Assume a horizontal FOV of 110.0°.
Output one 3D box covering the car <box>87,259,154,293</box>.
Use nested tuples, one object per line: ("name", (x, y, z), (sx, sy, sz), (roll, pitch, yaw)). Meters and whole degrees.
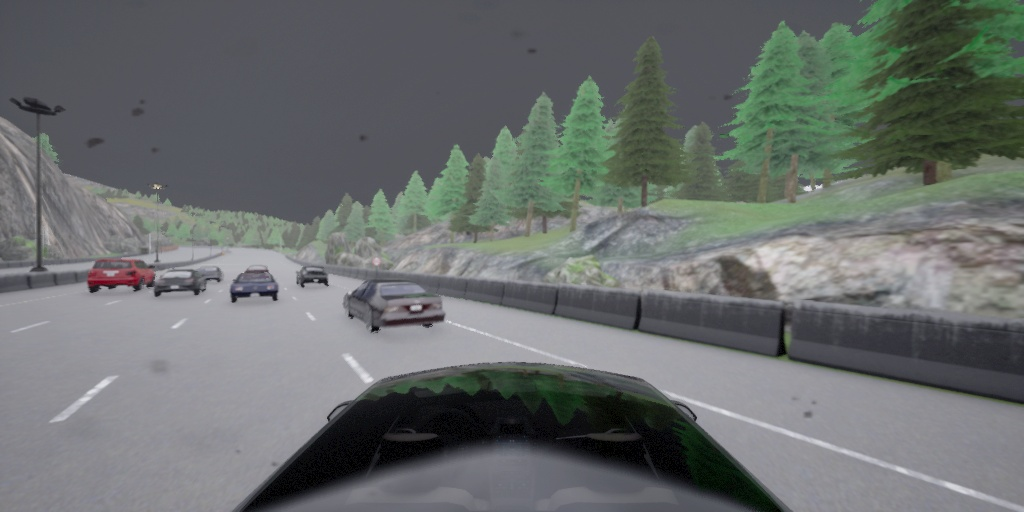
("car", (-25.054, 1.207, 23.196), (2.150, 2.045, 5.566), (1, -1, -35))

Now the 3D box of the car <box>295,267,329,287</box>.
("car", (-15.620, 1.567, 28.020), (1.837, 1.490, 4.892), (1, -1, -35))

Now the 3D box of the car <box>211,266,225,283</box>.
("car", (-26.991, 1.638, 32.028), (2.033, 1.411, 5.357), (1, -1, -35))

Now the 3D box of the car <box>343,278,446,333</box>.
("car", (-3.923, 1.415, 11.369), (2.033, 1.411, 5.357), (1, -1, -35))

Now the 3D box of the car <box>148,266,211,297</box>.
("car", (-19.077, 1.488, 20.767), (1.812, 1.442, 4.674), (1, -1, -35))

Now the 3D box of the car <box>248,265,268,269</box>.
("car", (-23.182, 1.585, 32.696), (1.882, 1.535, 5.008), (1, 0, -35))

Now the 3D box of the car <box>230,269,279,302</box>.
("car", (-13.153, 1.544, 18.417), (1.895, 1.301, 4.718), (1, -1, -35))
